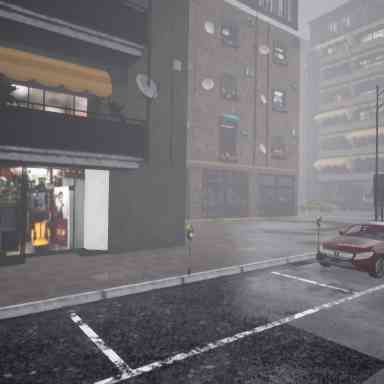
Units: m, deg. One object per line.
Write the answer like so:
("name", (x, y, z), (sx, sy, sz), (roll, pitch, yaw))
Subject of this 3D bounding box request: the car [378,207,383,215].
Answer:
("car", (18.102, 1.570, 27.216), (2.033, 1.411, 5.357), (1, -1, -33))

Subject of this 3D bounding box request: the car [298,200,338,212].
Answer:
("car", (15.268, 1.707, 40.744), (1.752, 1.417, 4.829), (1, -1, -36))

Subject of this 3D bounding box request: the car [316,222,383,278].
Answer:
("car", (5.549, 1.588, 10.109), (4.206, 1.307, 1.802), (0, 1, -36))
